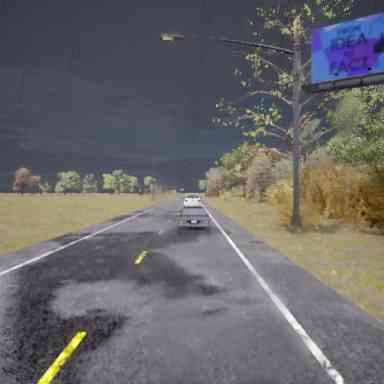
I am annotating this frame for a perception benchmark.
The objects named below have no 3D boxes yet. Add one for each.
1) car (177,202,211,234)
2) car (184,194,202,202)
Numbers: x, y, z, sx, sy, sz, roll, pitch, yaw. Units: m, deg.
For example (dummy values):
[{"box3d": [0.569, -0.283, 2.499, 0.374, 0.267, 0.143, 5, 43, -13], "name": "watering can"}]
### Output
[{"box3d": [0.102, 1.552, 19.305, 2.033, 1.411, 5.357, 0, 0, 0], "name": "car"}, {"box3d": [0.119, 1.231, 42.961, 2.150, 2.045, 5.566, 0, 0, 1], "name": "car"}]
